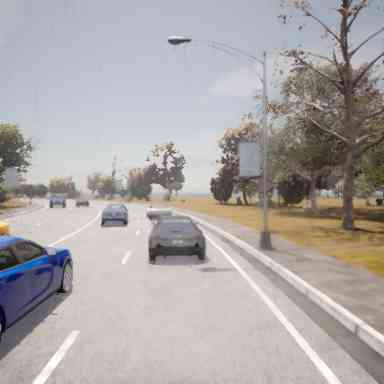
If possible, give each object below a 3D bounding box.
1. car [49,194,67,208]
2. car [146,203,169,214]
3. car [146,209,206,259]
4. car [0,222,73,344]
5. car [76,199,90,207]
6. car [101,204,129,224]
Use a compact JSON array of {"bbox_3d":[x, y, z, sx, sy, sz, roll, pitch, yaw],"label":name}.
[{"bbox_3d":[-19.711,1.302,49.043,2.150,2.045,5.566,0,0,-20],"label":"car"},{"bbox_3d":[-2.980,1.646,29.095,1.895,1.301,4.718,0,0,-11],"label":"car"},{"bbox_3d":[-0.629,1.583,12.704,1.994,1.385,4.181,0,0,-5],"label":"car"},{"bbox_3d":[-3.653,1.493,5.812,1.882,1.535,5.008,0,0,-2],"label":"car"},{"bbox_3d":[-17.071,1.686,51.992,1.895,1.301,4.718,0,0,-20],"label":"car"},{"bbox_3d":[-5.767,1.591,25.079,2.033,1.411,5.357,0,0,-10],"label":"car"}]
